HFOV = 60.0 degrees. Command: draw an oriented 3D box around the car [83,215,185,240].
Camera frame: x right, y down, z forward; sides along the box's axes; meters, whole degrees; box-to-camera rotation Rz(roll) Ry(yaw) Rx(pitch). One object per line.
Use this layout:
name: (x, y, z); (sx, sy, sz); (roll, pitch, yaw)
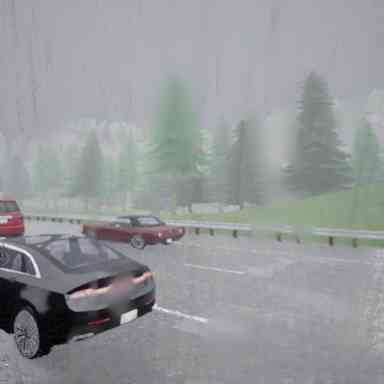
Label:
car: (-2.712, 1.660, 14.513); (4.718, 1.301, 1.895); (0, 0, 35)

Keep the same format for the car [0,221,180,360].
car: (-2.848, 1.524, 6.018); (4.902, 1.511, 2.128); (0, 0, 35)

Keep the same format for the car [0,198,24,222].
car: (-9.962, 1.317, 15.395); (5.566, 2.045, 2.150); (0, 0, 36)
